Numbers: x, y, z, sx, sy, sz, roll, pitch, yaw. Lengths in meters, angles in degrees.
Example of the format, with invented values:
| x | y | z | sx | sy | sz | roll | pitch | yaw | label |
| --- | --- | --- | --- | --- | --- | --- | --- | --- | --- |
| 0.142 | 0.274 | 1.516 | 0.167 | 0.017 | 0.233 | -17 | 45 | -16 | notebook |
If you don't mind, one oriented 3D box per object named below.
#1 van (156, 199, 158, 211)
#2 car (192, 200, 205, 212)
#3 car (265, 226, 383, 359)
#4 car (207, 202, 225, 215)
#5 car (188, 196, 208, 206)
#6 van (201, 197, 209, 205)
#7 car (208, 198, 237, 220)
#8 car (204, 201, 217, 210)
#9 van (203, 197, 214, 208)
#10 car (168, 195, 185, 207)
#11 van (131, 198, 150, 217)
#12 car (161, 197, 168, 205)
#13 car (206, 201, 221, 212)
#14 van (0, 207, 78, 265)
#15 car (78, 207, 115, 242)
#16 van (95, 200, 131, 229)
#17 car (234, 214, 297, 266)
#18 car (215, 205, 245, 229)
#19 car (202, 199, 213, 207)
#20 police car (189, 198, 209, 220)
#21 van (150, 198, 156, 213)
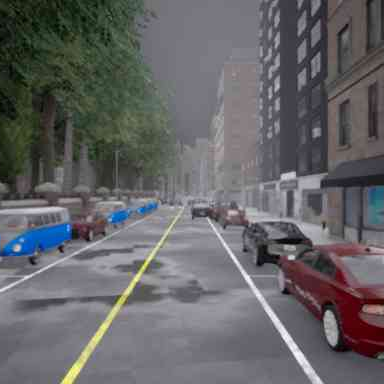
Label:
| x | y | z | sx | sy | sz | roll | pitch | yaw | label |
| --- | --- | --- | --- | --- | --- | --- | --- | --- | --- |
| -5.667 | 1.756 | 45.733 | 1.690 | 1.788 | 3.998 | 0 | 0 | 0 | van |
| 0.903 | 1.937 | 47.731 | 1.837 | 1.490 | 4.892 | 0 | 0 | 0 | car |
| 2.854 | 1.606 | 6.137 | 1.887 | 1.381 | 4.507 | 0 | -1 | 0 | car |
| 2.858 | 1.913 | 40.098 | 1.887 | 1.381 | 4.507 | 0 | 0 | 0 | car |
| 0.882 | 1.734 | 41.703 | 2.097 | 1.767 | 4.553 | 0 | 0 | 0 | car |
| 2.860 | 1.976 | 74.062 | 1.690 | 1.788 | 3.998 | 0 | 0 | 0 | van |
| 2.855 | 1.586 | 28.780 | 2.192 | 1.841 | 5.009 | 0 | 0 | 0 | car |
| 2.859 | 2.043 | 51.419 | 1.802 | 1.307 | 4.206 | 0 | 0 | 0 | car |
| 2.859 | 1.847 | 57.081 | 1.690 | 1.788 | 3.998 | 0 | 0 | 0 | van |
| -3.011 | 1.788 | 64.956 | 2.150 | 2.045 | 5.566 | 0 | 0 | 0 | car |
| -5.668 | 1.661 | 34.418 | 1.690 | 1.788 | 3.998 | 0 | 0 | 0 | van |
| -5.664 | 1.950 | 74.022 | 2.192 | 1.841 | 5.009 | 0 | 0 | 0 | car |
| 2.858 | 1.997 | 45.758 | 1.802 | 1.307 | 4.206 | 0 | 0 | 0 | car |
| -5.671 | 1.457 | 11.787 | 1.690 | 1.788 | 3.998 | 0 | -1 | 0 | van |
| -5.670 | 1.713 | 17.443 | 1.887 | 1.381 | 4.507 | 0 | -1 | 0 | car |
| -5.670 | 1.561 | 23.102 | 1.690 | 1.788 | 3.998 | 0 | -1 | 0 | van |
| 2.855 | 1.682 | 11.796 | 1.947 | 1.339 | 4.313 | 0 | -1 | 0 | car |
| 2.856 | 1.802 | 23.117 | 1.802 | 1.307 | 4.206 | 0 | -1 | 0 | car |
| 2.860 | 2.095 | 62.740 | 1.887 | 1.381 | 4.507 | 0 | 0 | 0 | car |
| 0.902 | 1.723 | 31.843 | 1.930 | 1.638 | 5.238 | 0 | 0 | 0 | police car |
| -5.668 | 1.709 | 40.075 | 1.690 | 1.788 | 3.998 | 0 | 0 | 0 | van |
